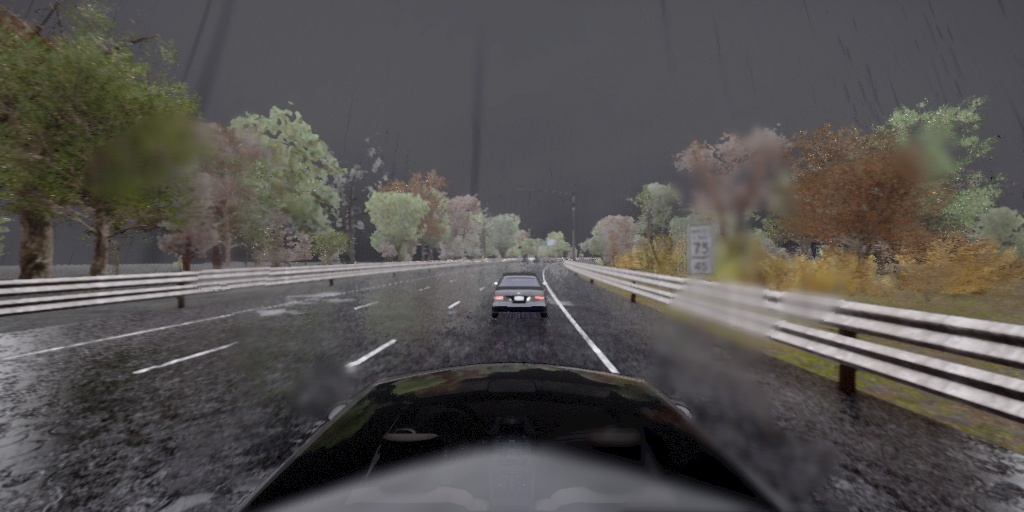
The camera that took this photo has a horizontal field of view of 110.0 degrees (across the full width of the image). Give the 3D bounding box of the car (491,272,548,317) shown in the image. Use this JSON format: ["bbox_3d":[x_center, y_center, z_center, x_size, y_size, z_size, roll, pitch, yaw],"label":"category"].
[{"bbox_3d":[0.287,1.292,13.065,2.033,1.411,5.357,0,0,2],"label":"car"}]
